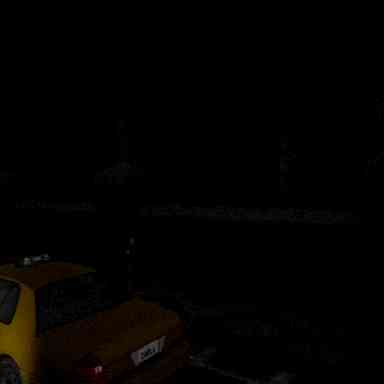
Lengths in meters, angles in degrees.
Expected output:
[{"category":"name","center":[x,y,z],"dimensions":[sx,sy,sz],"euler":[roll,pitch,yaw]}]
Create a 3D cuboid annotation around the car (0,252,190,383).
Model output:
[{"category":"car","center":[-2.304,1.525,4.601],"dimensions":[4.829,1.417,1.752],"euler":[0,0,35]}]
